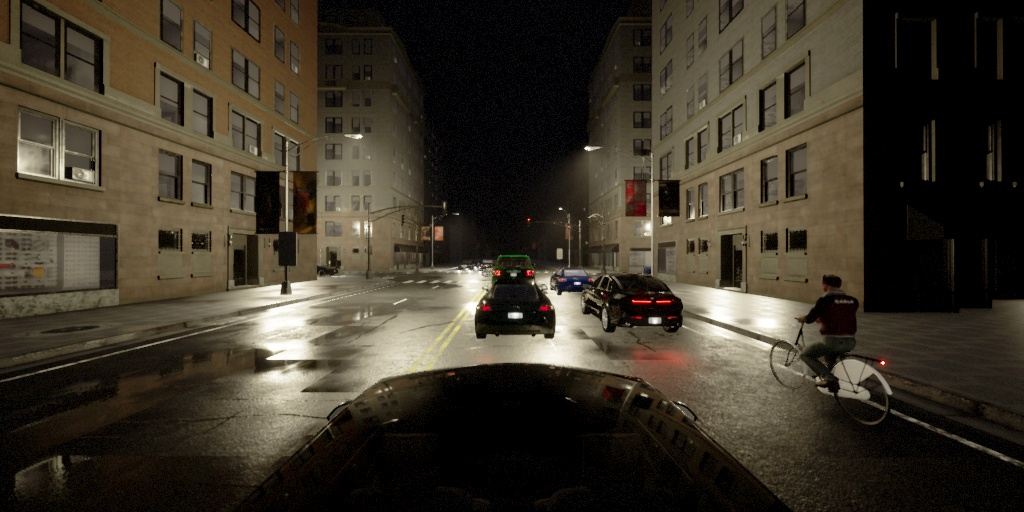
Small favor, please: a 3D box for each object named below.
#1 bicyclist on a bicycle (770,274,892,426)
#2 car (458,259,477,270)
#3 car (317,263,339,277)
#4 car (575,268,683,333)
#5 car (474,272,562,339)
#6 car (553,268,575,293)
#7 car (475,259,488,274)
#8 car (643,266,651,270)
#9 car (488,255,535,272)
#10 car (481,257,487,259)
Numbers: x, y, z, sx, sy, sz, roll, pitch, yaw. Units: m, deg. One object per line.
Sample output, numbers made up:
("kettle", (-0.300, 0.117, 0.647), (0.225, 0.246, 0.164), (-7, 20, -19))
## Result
("bicyclist on a bicycle", (4.139, 1.121, 4.850), (0.659, 1.776, 1.843), (0, 0, 0))
("car", (-6.659, 1.293, 52.327), (1.812, 1.442, 4.674), (0, 0, 0))
("car", (-19.192, 1.298, 34.814), (4.181, 1.385, 1.994), (0, 0, 0))
("car", (3.334, 1.256, 10.776), (1.837, 1.490, 4.892), (0, 0, 0))
("car", (0.085, 1.315, 10.109), (1.994, 1.385, 4.181), (0, 0, 0))
("car", (3.224, 1.318, 19.672), (1.994, 1.385, 4.181), (0, 0, 0))
("car", (-0.764, 1.279, 32.712), (1.812, 1.442, 4.674), (-1, -1, 44))
("car", (16.352, 1.291, 37.670), (5.008, 1.535, 1.882), (0, 0, 0))
("car", (0.075, 0.975, 19.522), (2.150, 2.045, 5.566), (0, 0, 0))
("car", (-3.410, 1.258, 51.072), (2.128, 1.511, 4.902), (0, 0, 0))
